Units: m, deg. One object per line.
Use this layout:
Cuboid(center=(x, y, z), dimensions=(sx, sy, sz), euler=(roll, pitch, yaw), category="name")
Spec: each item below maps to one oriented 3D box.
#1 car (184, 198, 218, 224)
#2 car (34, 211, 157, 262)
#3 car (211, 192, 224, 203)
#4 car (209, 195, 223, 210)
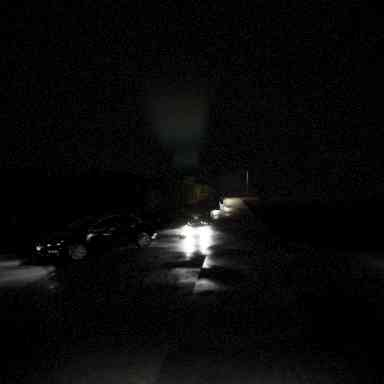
Cuboid(center=(0.558, 1.494, 25.017), dimensions=(2.128, 1.511, 4.902), euler=(0, 0, 7), category="car")
Cuboid(center=(-3.558, 1.583, 13.032), dimensions=(1.837, 1.490, 4.892), euler=(1, 2, 42), category="car")
Cuboid(center=(4.199, 0.993, 56.051), dimensions=(2.150, 2.045, 5.566), euler=(0, 0, 7), category="car")
Cuboid(center=(2.365, 1.467, 40.427), dimensions=(1.994, 1.385, 4.181), euler=(0, 1, 7), category="car")
